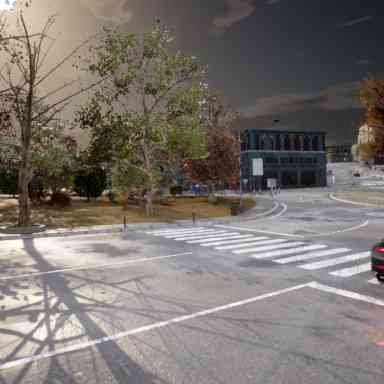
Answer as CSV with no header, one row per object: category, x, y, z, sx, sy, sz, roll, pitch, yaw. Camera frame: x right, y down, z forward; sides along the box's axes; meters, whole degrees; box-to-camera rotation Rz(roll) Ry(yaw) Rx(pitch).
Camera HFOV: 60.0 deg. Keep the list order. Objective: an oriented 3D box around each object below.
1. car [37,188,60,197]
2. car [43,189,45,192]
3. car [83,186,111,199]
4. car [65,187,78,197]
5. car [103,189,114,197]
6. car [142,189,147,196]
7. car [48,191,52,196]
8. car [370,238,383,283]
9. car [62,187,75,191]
car,-32.434,0.101,75.250,2.185,1.767,4.553,0,2,18
car,-30.077,0.261,73.450,2.097,1.535,5.008,0,2,18
car,-18.280,0.053,64.423,2.435,2.045,5.566,-2,2,17
car,-23.024,0.350,67.963,2.163,1.488,4.792,-1,2,17
car,-13.518,0.124,60.817,2.185,1.767,4.553,-2,2,16
car,-8.722,-0.083,57.303,2.435,2.045,5.566,-1,2,16
car,-27.743,0.293,71.614,2.231,1.521,4.892,-1,2,18
car,6.330,1.473,8.252,4.892,1.490,1.837,0,0,-35
car,-25.392,0.061,69.763,2.435,2.045,5.566,0,2,17
